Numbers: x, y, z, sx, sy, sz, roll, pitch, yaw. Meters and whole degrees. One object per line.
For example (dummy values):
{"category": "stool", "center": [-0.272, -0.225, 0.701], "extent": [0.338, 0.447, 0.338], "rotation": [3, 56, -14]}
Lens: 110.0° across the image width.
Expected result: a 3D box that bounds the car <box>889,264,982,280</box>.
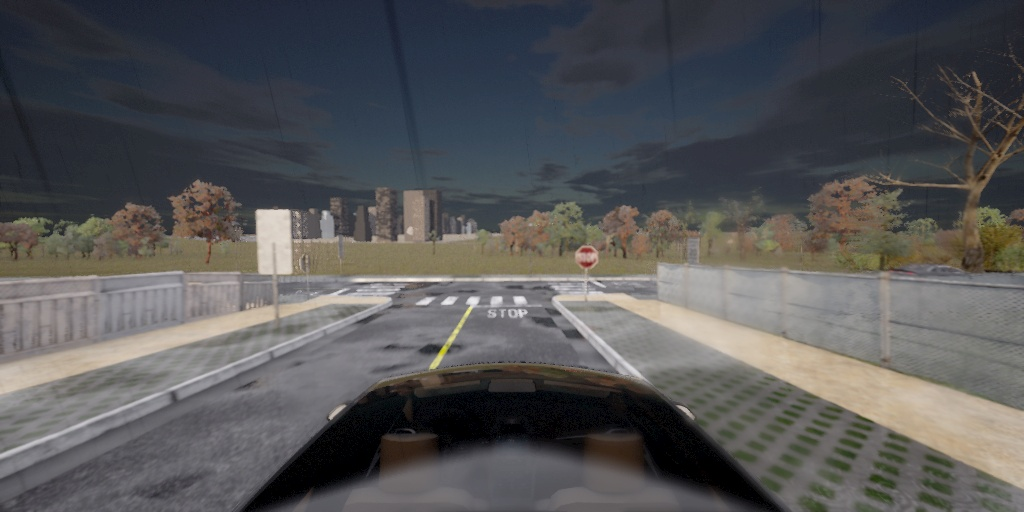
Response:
{"category": "car", "center": [26.103, 1.245, 22.132], "extent": [4.902, 1.511, 2.128], "rotation": [0, 4, -3]}
